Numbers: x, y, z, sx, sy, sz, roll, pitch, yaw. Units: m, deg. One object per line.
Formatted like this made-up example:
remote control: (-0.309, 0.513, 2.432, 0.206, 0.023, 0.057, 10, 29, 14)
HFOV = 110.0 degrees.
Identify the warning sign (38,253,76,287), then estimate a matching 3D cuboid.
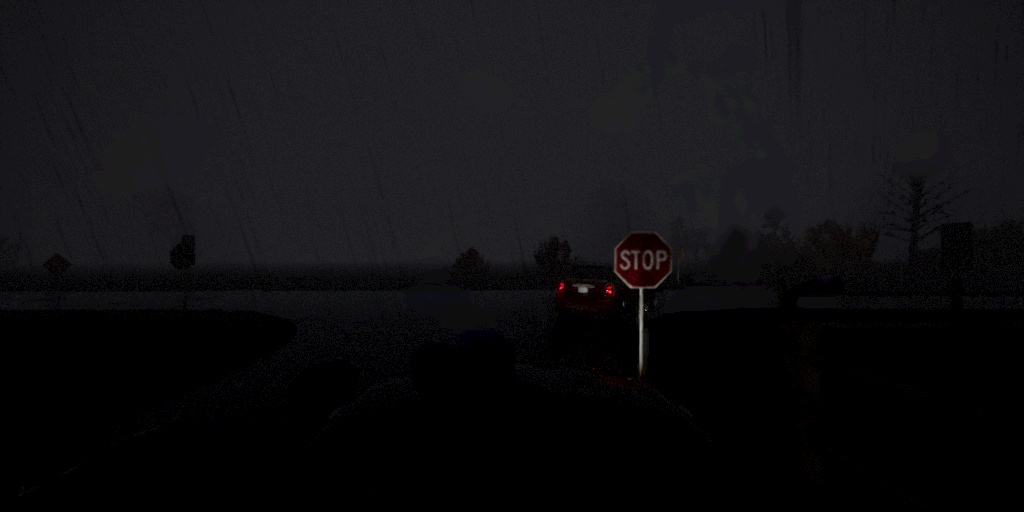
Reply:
warning sign: (-25.393, 0.770, 20.003, 1.060, 1.860, 1.300, 0, 0, 0)

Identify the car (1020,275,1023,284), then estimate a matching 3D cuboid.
car: (27.947, 1.146, 17.240, 4.718, 1.301, 1.895, 0, 1, 0)

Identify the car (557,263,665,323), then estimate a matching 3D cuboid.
car: (3.465, 1.002, 12.142, 2.097, 1.767, 4.553, 1, 1, 40)
